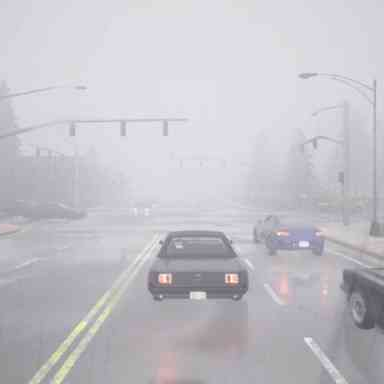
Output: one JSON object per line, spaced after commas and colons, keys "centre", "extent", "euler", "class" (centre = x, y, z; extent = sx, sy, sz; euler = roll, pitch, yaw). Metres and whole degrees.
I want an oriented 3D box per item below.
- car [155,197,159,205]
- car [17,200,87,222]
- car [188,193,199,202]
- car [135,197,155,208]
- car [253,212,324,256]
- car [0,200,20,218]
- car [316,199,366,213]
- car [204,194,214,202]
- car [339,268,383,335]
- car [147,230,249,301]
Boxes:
{"centre": [-6.815, 1.555, 57.395], "extent": [1.994, 1.385, 4.181], "euler": [0, 0, 0], "class": "car"}
{"centre": [-10.605, 1.521, 25.897], "extent": [4.674, 1.442, 1.812], "euler": [0, 0, 1], "class": "car"}
{"centre": [0.360, 1.213, 74.852], "extent": [2.150, 2.045, 5.566], "euler": [0, 0, 0], "class": "car"}
{"centre": [-6.872, 1.518, 47.371], "extent": [1.812, 1.442, 4.674], "euler": [0, 0, 0], "class": "car"}
{"centre": [3.643, 1.524, 13.071], "extent": [1.812, 1.442, 4.674], "euler": [0, 0, 0], "class": "car"}
{"centre": [-14.745, 1.500, 29.512], "extent": [4.892, 1.490, 1.837], "euler": [0, 0, -2], "class": "car"}
{"centre": [16.095, 1.472, 36.046], "extent": [5.008, 1.535, 1.882], "euler": [0, 0, 0], "class": "car"}
{"centre": [3.864, 1.343, 74.956], "extent": [2.097, 1.767, 4.553], "euler": [0, 0, 0], "class": "car"}
{"centre": [3.615, 1.600, 3.968], "extent": [1.895, 1.301, 4.718], "euler": [0, 0, 0], "class": "car"}
{"centre": [0.103, 1.600, 8.281], "extent": [1.895, 1.301, 4.718], "euler": [0, 0, 0], "class": "car"}
